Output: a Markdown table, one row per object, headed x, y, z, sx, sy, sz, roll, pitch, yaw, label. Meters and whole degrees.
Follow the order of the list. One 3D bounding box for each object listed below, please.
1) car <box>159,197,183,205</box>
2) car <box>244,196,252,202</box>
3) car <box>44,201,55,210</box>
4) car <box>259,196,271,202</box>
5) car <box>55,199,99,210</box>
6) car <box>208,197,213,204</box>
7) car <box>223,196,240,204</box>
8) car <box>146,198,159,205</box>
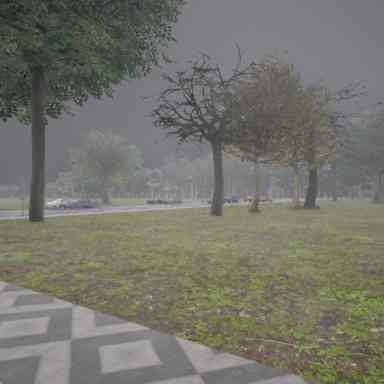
| x | y | z | sx | sy | sz | roll | pitch | yaw | label |
| --- | --- | --- | --- | --- | --- | --- | --- | --- | --- |
| -3.466 | 1.692 | 60.832 | 1.994 | 1.385 | 4.181 | -1 | -1 | 35 | car |
| 14.027 | 1.677 | 79.882 | 1.812 | 1.442 | 4.674 | -1 | -1 | 35 | car |
| -18.116 | 1.640 | 45.960 | 1.812 | 1.442 | 4.674 | -1 | 0 | 36 | car |
| 17.281 | 1.673 | 78.852 | 1.994 | 1.385 | 4.181 | -1 | -1 | 35 | car |
| -15.061 | 1.627 | 44.653 | 2.033 | 1.411 | 5.357 | -1 | -1 | 35 | car |
| 4.923 | 1.670 | 66.874 | 1.994 | 1.385 | 4.181 | -1 | -1 | 35 | car |
| 7.582 | 1.576 | 65.003 | 1.837 | 1.490 | 4.892 | -1 | -1 | 35 | car |
| -6.366 | 1.751 | 62.365 | 1.895 | 1.301 | 4.718 | -1 | -1 | 35 | car |
